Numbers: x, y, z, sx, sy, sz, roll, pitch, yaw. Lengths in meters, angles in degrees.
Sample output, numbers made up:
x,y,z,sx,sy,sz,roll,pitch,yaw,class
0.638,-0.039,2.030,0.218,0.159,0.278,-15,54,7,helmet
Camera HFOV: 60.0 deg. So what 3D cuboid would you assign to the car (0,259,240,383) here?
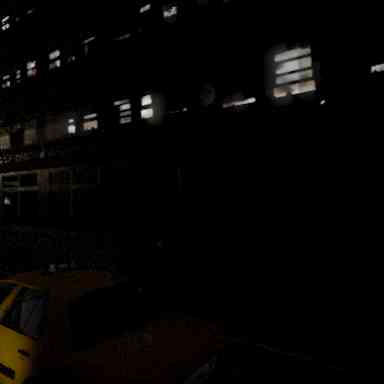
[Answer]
x,y,z,sx,sy,sz,roll,pitch,yaw,class
-1.804,1.525,4.178,4.829,1.417,1.752,0,-1,36,car
